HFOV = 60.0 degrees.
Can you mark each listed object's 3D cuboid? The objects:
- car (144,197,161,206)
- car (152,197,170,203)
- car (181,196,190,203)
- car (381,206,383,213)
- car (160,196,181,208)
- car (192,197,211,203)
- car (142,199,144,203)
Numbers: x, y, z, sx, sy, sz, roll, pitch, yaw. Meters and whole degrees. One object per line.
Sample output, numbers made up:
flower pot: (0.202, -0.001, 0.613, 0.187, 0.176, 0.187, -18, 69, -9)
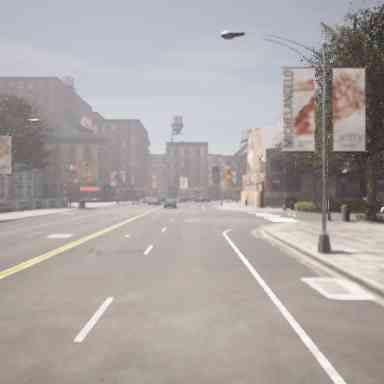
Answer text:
car: (-6.791, 1.792, 60.666, 2.033, 1.411, 5.357, 0, 0, 5)
car: (-7.614, 1.925, 81.910, 1.895, 1.301, 4.718, 0, 0, 30)
car: (-2.784, 1.663, 76.462, 2.097, 1.767, 4.553, 0, 0, 22)
car: (22.229, 1.629, 34.516, 4.902, 1.511, 2.128, 0, 0, 0)
car: (-3.340, 1.760, 52.652, 2.033, 1.411, 5.357, 0, 0, 0)
car: (2.815, 1.861, 79.851, 2.033, 1.411, 5.357, 0, 0, 30)
car: (-9.786, 1.829, 76.607, 2.002, 1.452, 4.674, 0, 0, 20)
